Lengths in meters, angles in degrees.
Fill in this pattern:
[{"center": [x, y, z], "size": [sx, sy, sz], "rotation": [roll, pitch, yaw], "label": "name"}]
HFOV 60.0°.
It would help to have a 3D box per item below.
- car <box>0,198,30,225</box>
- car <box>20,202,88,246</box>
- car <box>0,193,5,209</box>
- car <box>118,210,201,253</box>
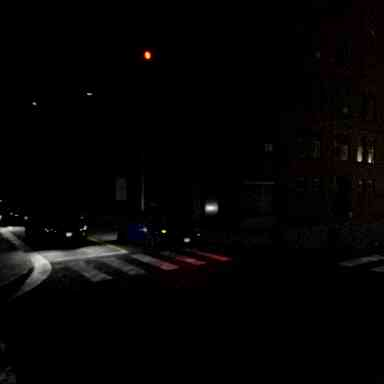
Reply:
[{"center": [-11.856, 1.359, 22.924], "size": [1.837, 1.490, 4.892], "rotation": [0, 0, -36], "label": "car"}, {"center": [-6.262, 1.417, 15.107], "size": [1.837, 1.490, 4.892], "rotation": [0, 0, -36], "label": "car"}, {"center": [-23.564, 1.083, 39.362], "size": [2.097, 1.767, 4.553], "rotation": [0, 0, -35], "label": "car"}, {"center": [-1.445, 1.464, 13.511], "size": [1.812, 1.442, 4.674], "rotation": [0, 0, -33], "label": "car"}]
